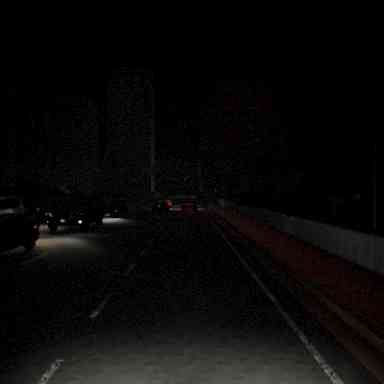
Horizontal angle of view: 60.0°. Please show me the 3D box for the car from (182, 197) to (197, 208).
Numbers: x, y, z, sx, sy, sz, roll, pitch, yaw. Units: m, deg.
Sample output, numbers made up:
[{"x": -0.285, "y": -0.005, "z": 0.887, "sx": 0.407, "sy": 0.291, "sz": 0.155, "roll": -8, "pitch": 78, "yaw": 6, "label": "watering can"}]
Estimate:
[{"x": -0.415, "y": 1.560, "z": 49.623, "sx": 2.128, "sy": 1.511, "sz": 4.902, "roll": 0, "pitch": 0, "yaw": 0, "label": "car"}]

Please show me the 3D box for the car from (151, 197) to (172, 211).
[{"x": -3.841, "y": 1.624, "z": 40.771, "sx": 1.994, "sy": 1.385, "sz": 4.181, "roll": 0, "pitch": 0, "yaw": 0, "label": "car"}]

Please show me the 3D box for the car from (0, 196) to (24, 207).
[{"x": -10.739, "y": 1.258, "z": 17.175, "sx": 2.150, "sy": 2.045, "sz": 5.566, "roll": 0, "pitch": 0, "yaw": 0, "label": "car"}]

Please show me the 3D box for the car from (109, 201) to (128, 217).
[{"x": -7.348, "y": 1.600, "z": 31.739, "sx": 2.033, "sy": 1.411, "sz": 5.357, "roll": 0, "pitch": 0, "yaw": 0, "label": "car"}]

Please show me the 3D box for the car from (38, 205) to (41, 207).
[{"x": -10.818, "y": 1.272, "z": 27.543, "sx": 2.150, "sy": 2.045, "sz": 5.566, "roll": 0, "pitch": 0, "yaw": -1, "label": "car"}]

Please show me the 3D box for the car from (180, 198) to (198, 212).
[{"x": -0.336, "y": 1.560, "z": 40.175, "sx": 1.837, "sy": 1.490, "sz": 4.892, "roll": 0, "pitch": 0, "yaw": 0, "label": "car"}]

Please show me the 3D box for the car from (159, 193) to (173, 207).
[{"x": -3.915, "y": 1.423, "z": 49.530, "sx": 2.097, "sy": 1.767, "sz": 4.553, "roll": 0, "pitch": 0, "yaw": 0, "label": "car"}]

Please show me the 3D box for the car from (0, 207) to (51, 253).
[{"x": -7.193, "y": 1.517, "z": 11.807, "sx": 2.128, "sy": 1.511, "sz": 4.902, "roll": 0, "pitch": 0, "yaw": 0, "label": "car"}]

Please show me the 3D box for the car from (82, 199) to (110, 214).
[{"x": -10.868, "y": 1.591, "z": 37.903, "sx": 1.812, "sy": 1.442, "sz": 4.674, "roll": 0, "pitch": 0, "yaw": 0, "label": "car"}]

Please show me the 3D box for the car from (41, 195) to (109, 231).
[{"x": -7.273, "y": 1.260, "z": 21.381, "sx": 2.150, "sy": 2.045, "sz": 5.566, "roll": 0, "pitch": 0, "yaw": 0, "label": "car"}]
